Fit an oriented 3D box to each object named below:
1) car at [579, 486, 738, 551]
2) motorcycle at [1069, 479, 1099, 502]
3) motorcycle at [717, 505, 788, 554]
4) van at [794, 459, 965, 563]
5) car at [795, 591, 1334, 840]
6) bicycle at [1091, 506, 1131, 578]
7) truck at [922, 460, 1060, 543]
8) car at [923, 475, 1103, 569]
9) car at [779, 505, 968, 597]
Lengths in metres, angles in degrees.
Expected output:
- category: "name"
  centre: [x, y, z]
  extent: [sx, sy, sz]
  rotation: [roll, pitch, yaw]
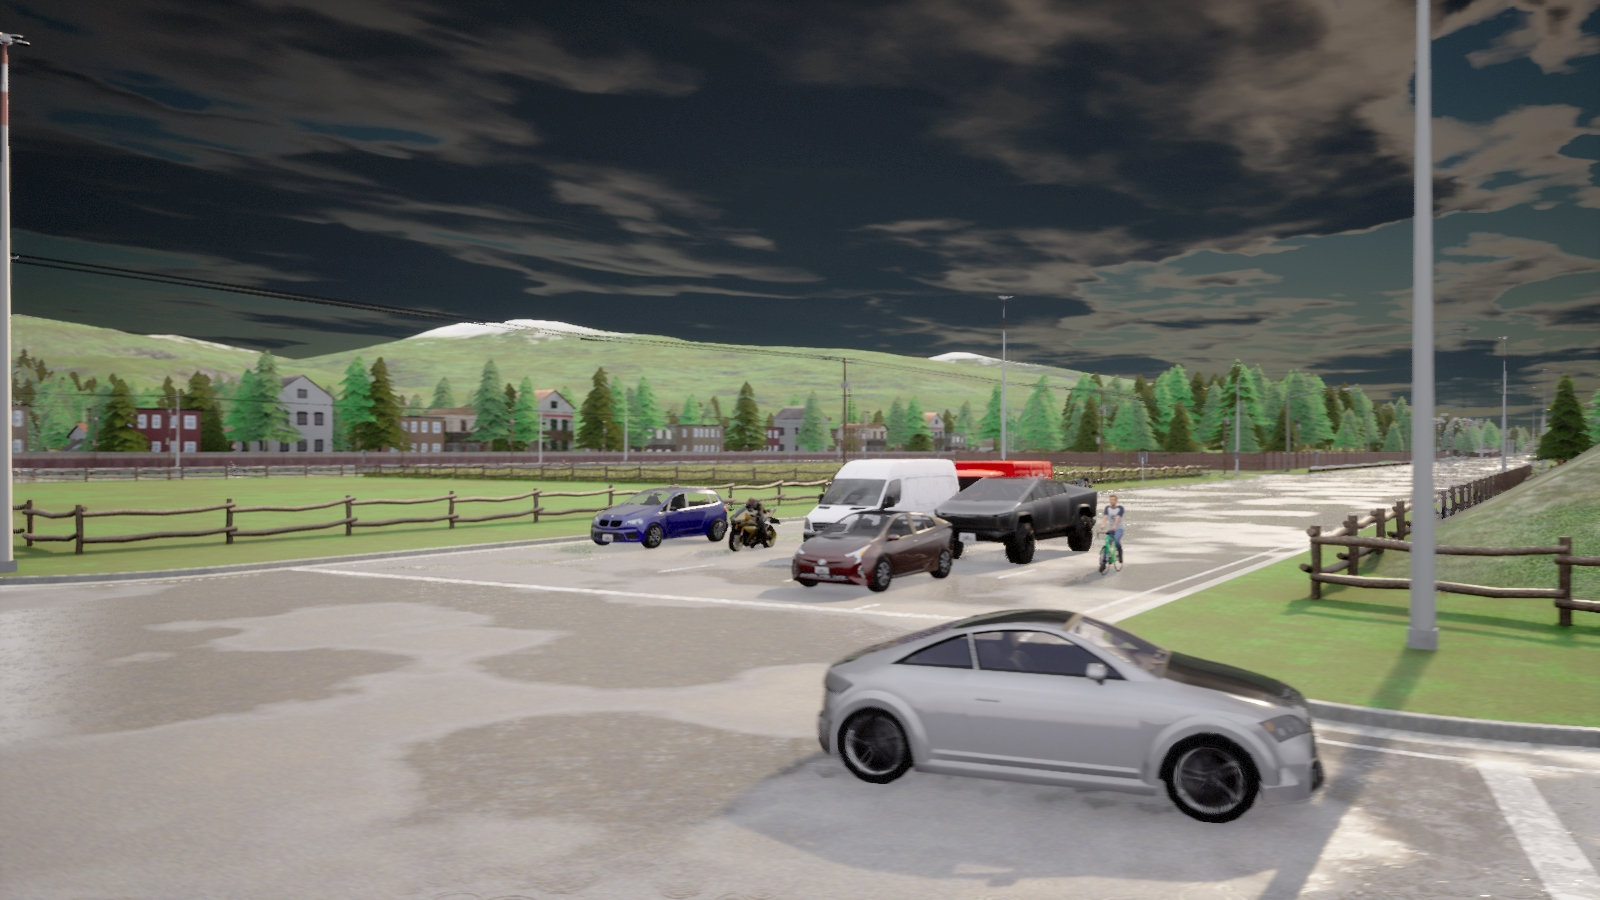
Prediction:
- category: "car"
  centre: [-4.169, 1.982, 34.370]
  extent: [2.242, 1.667, 4.611]
  rotation: [0, 0, 34]
- category: "motorcycle"
  centre: [15.894, 2.248, 63.907]
  extent: [0.867, 1.251, 2.209]
  rotation: [0, 0, 34]
- category: "motorcycle"
  centre: [-1.328, 2.220, 32.327]
  extent: [0.867, 1.251, 2.209]
  rotation: [0, 0, 34]
- category: "van"
  centre: [2.333, 1.552, 31.496]
  extent: [1.988, 2.561, 5.915]
  rotation: [0, 0, 34]
- category: "car"
  centre: [2.263, 2.125, 9.934]
  extent: [4.181, 1.385, 1.994]
  rotation: [0, 0, 21]
- category: "bicycle"
  centre: [7.112, 2.074, 26.062]
  extent: [0.373, 1.496, 1.643]
  rotation: [0, 0, 34]
- category: "truck"
  centre: [6.380, 1.589, 37.626]
  extent: [2.627, 2.467, 5.204]
  rotation: [0, 0, 33]
- category: "car"
  centre: [5.820, 1.773, 30.392]
  extent: [2.390, 2.098, 6.274]
  rotation: [0, 0, 34]
- category: "car"
  centre: [1.667, 2.053, 24.248]
  extent: [2.007, 1.525, 4.514]
  rotation: [0, 0, 33]
